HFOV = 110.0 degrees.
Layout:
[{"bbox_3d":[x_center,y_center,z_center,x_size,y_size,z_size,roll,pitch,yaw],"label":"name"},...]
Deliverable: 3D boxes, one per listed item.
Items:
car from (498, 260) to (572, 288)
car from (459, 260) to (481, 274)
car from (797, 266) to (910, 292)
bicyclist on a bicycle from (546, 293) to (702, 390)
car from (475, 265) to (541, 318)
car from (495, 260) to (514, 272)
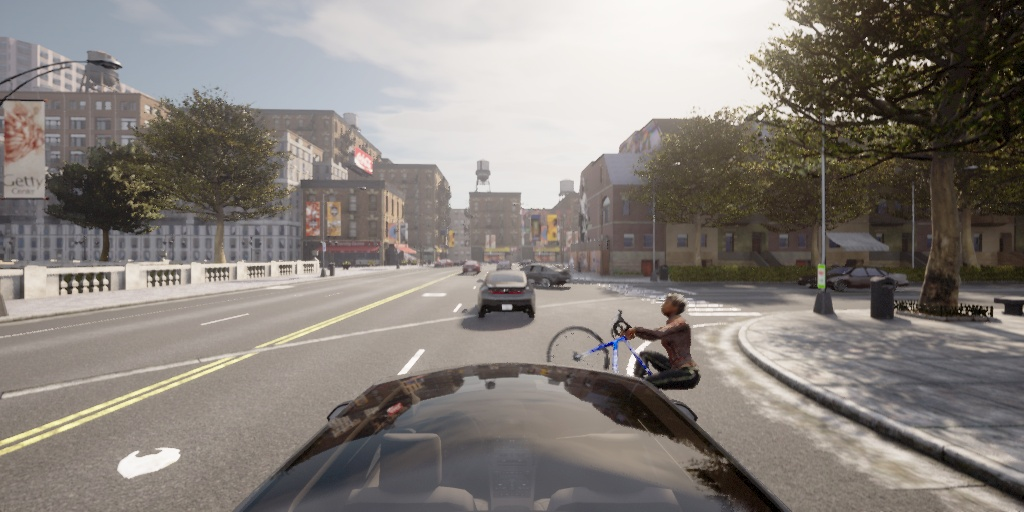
[{"bbox_3d":[1.586,1.260,23.792,4.892,1.490,1.837,1,3,39],"label":"car"},{"bbox_3d":[-4.496,1.276,40.685,1.812,1.442,4.674,0,0,0],"label":"car"},{"bbox_3d":[19.976,1.313,21.056,5.357,1.411,2.033,0,0,-2],"label":"car"},{"bbox_3d":[1.361,1.117,3.787,1.656,1.620,0.582,45,-8,22],"label":"bicyclist on a bicycle"},{"bbox_3d":[-0.217,1.257,13.044,1.837,1.490,4.892,0,0,-2],"label":"car"},{"bbox_3d":[-0.900,1.301,46.670,2.033,1.411,5.357,0,0,3],"label":"car"}]
